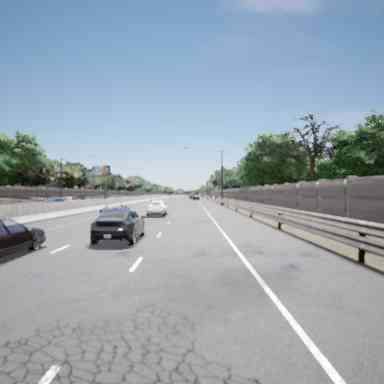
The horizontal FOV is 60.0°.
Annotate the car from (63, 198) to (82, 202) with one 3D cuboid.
[{"bbox_3d":[-21.023,1.725,60.070,1.895,1.301,4.718,0,0,1],"label":"car"}]

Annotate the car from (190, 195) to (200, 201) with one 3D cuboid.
[{"bbox_3d":[1.217,1.725,94.499,1.882,1.535,5.008,0,0,0],"label":"car"}]

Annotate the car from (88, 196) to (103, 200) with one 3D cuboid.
[{"bbox_3d":[-17.532,1.479,60.781,2.097,1.767,4.553,0,0,1],"label":"car"}]

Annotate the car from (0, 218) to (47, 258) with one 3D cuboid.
[{"bbox_3d":[-6.895,1.574,11.212,2.033,1.411,5.357,0,0,0],"label":"car"}]

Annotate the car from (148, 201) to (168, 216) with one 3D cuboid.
[{"bbox_3d":[-3.402,1.600,33.183,1.812,1.442,4.674,0,0,0],"label":"car"}]

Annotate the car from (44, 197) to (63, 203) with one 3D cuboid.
[{"bbox_3d":[-24.530,1.600,59.246,1.882,1.535,5.008,0,0,1],"label":"car"}]

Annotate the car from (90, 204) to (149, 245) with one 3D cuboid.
[{"bbox_3d":[-3.401,1.542,15.820,1.837,1.490,4.892,0,0,0],"label":"car"}]

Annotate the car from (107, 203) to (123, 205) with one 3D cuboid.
[{"bbox_3d":[-6.902,1.669,30.497,1.895,1.301,4.718,0,0,0],"label":"car"}]
